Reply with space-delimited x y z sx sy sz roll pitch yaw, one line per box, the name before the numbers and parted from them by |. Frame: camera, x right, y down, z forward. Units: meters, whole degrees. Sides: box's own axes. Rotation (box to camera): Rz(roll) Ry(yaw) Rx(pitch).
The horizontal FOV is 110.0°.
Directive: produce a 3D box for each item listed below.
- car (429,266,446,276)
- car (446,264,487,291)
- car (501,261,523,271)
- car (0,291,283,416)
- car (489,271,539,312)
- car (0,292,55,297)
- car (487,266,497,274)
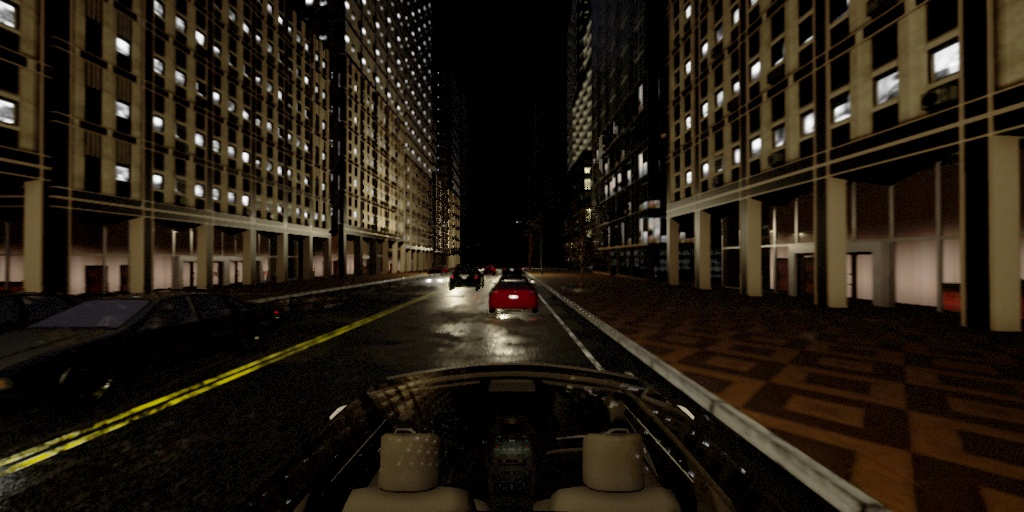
car | -9.858 1.947 48.195 1.895 1.301 4.718 0 -1 0
car | -3.204 1.509 26.106 2.097 1.767 4.553 0 -1 0
car | 0.014 1.609 39.738 2.150 2.045 5.566 0 -1 0
car | -6.608 1.382 6.536 2.033 1.411 5.357 0 -1 0
car | 0.064 1.539 15.496 1.994 1.385 4.181 0 -1 0
car | -9.857 1.386 6.534 2.033 1.411 5.357 0 -1 0
car | -3.269 2.140 52.425 1.812 1.442 4.674 0 -1 0
